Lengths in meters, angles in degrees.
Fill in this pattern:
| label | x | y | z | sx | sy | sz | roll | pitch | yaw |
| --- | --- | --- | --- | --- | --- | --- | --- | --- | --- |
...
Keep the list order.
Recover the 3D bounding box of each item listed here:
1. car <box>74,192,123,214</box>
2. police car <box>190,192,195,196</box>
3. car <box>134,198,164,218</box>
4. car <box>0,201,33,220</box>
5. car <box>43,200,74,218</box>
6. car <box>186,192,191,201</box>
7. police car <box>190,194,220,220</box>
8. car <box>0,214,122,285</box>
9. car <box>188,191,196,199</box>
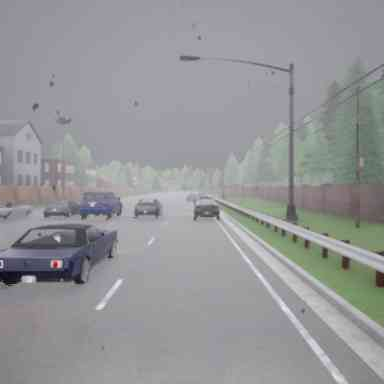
| label | x | y | z | sx | sy | sz | roll | pitch | yaw |
| --- | --- | --- | --- | --- | --- | --- | --- | --- | --- |
| car | -6.902 | 0.982 | 25.741 | 2.150 | 2.045 | 5.566 | 0 | 1 | 0 |
| police car | 1.046 | 1.041 | 41.336 | 1.930 | 1.638 | 5.238 | 0 | 1 | 0 |
| car | -3.402 | 1.243 | 26.640 | 2.128 | 1.511 | 4.902 | 0 | 1 | 0 |
| car | -13.902 | 1.367 | 25.092 | 1.895 | 1.301 | 4.718 | 0 | 1 | 0 |
| car | -10.402 | 1.311 | 27.175 | 1.994 | 1.385 | 4.181 | 0 | 1 | 0 |
| car | -0.005 | 0.999 | 60.908 | 1.994 | 1.385 | 4.181 | 0 | 1 | 0 |
| police car | 1.048 | 1.189 | 25.337 | 1.930 | 1.638 | 5.238 | 0 | 1 | 0 |
| car | -3.400 | 1.515 | 9.161 | 1.895 | 1.301 | 4.718 | 0 | 1 | 0 |
| car | -0.006 | 0.654 | 75.965 | 1.882 | 1.535 | 5.008 | 0 | 1 | 0 |
